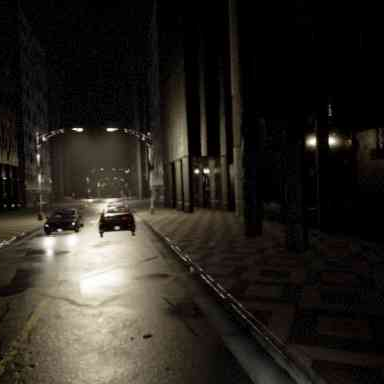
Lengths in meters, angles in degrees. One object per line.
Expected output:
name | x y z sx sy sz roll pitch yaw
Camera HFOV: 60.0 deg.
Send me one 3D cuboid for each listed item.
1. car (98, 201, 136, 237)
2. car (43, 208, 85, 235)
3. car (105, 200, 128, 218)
car | -4.146 1.517 18.463 2.128 1.511 4.902 -2 1 -12
car | -7.789 1.701 20.700 2.033 1.411 5.357 -2 0 -13
car | -7.390 1.588 32.684 2.033 1.411 5.357 -2 0 -12
